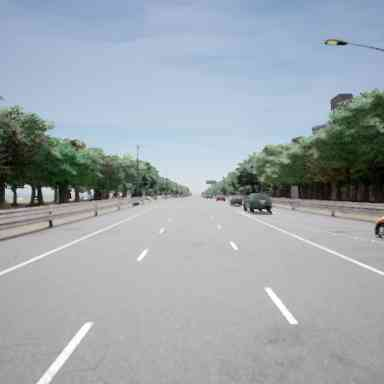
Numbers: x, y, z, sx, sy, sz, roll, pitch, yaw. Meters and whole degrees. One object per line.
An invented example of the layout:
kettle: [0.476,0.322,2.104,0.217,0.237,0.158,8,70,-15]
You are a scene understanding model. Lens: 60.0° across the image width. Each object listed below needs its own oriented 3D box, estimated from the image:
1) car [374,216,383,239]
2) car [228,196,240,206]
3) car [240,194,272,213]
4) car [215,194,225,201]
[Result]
car: [10.411,1.368,14.655,2.097,1.767,4.553,0,0,-14]
car: [6.998,1.479,53.601,1.837,1.490,4.892,0,0,0]
car: [7.131,1.205,36.527,2.150,2.045,5.566,0,0,-2]
car: [7.080,1.427,83.942,2.097,1.767,4.553,0,0,0]
